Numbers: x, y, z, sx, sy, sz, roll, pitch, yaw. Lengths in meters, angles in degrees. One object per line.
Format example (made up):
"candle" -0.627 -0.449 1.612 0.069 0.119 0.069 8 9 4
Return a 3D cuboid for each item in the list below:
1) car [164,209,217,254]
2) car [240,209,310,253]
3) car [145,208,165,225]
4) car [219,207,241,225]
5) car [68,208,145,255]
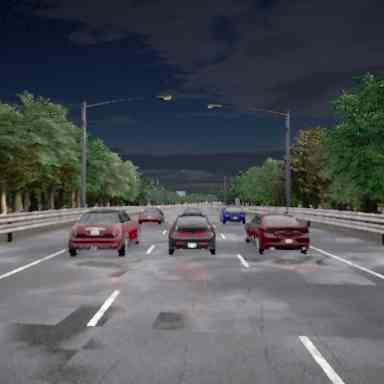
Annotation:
"car" 0.011 1.680 14.309 1.837 1.490 4.892 0 -1 0
"car" 3.514 1.653 14.487 1.882 1.535 5.008 0 -1 0
"car" -3.478 2.104 29.341 1.994 1.385 4.181 0 -2 0
"car" 3.522 2.024 29.507 1.882 1.535 5.008 0 -2 0
"car" -3.489 1.518 14.091 2.097 1.767 4.553 0 -1 0
